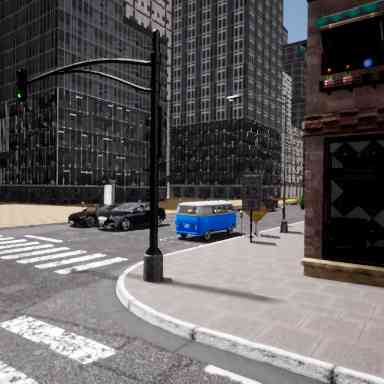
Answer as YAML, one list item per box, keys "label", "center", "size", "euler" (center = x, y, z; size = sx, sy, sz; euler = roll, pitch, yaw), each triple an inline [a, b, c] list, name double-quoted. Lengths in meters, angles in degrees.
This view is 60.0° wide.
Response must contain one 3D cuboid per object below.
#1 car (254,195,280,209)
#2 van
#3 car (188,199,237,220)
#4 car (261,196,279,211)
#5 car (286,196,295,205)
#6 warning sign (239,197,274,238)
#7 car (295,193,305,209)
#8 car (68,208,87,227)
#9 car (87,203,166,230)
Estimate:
- label: "car"
  center: [10.039, 1.293, 44.419]
  size: [1.967, 1.590, 4.097]
  euler: [1, 1, 35]
- label: "van"
  center: [0.836, 1.368, 17.018]
  size: [1.690, 1.788, 3.998]
  euler: [1, 1, 35]
- label: "car"
  center: [1.861, 1.426, 28.451]
  size: [1.837, 1.490, 4.892]
  euler: [1, 1, 36]
- label: "car"
  center: [7.755, 1.429, 36.731]
  size: [1.812, 1.442, 4.674]
  euler: [1, 1, 36]
- label: "car"
  center: [16.354, 1.363, 53.298]
  size: [1.752, 1.417, 4.829]
  euler: [1, 1, 35]
- label: "warning sign"
  center: [3.117, 1.177, 16.124]
  size: [1.300, 1.860, 1.060]
  euler: [1, 1, 35]
- label: "car"
  center: [15.419, 1.159, 42.093]
  size: [2.150, 2.045, 5.566]
  euler: [1, 1, 36]
- label: "car"
  center: [-5.996, 1.467, 21.879]
  size: [1.947, 1.339, 4.313]
  euler: [1, 1, 35]
- label: "car"
  center: [-3.659, 1.431, 20.695]
  size: [2.128, 1.511, 4.902]
  euler: [1, 1, 35]
